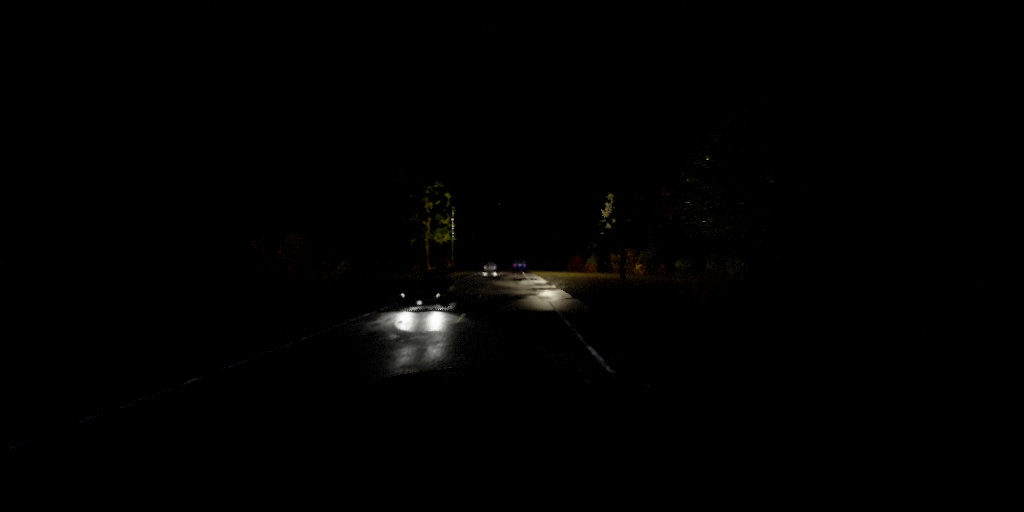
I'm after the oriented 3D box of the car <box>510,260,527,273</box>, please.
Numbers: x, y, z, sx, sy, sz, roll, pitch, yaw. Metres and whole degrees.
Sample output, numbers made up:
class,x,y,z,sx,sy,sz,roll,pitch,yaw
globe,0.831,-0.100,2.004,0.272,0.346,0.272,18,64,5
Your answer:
class,x,y,z,sx,sy,sz,roll,pitch,yaw
car,1.231,1.704,58.900,2.150,2.045,5.566,0,-1,0

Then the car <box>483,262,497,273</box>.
class,x,y,z,sx,sy,sz,roll,pitch,yaw
car,-3.539,1.834,59.091,2.097,1.767,4.553,0,-1,1

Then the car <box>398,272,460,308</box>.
class,x,y,z,sx,sy,sz,roll,pitch,yaw
car,-3.599,1.468,16.613,2.033,1.411,5.357,0,-1,0
